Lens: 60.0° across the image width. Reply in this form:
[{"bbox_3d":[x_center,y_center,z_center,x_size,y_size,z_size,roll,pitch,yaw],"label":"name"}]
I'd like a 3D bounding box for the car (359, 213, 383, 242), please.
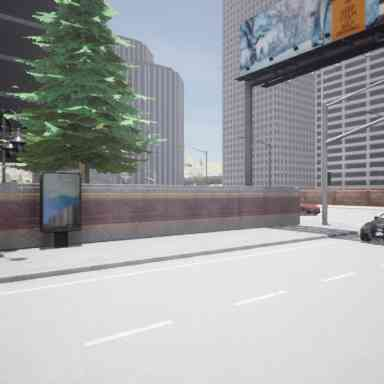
[{"bbox_3d":[9.378,1.564,14.995,4.181,1.385,1.994,0,0,-37],"label":"car"}]

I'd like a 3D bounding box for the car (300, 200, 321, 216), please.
[{"bbox_3d":[10.101,1.478,32.333,1.882,1.535,5.008,0,0,-35],"label":"car"}]
